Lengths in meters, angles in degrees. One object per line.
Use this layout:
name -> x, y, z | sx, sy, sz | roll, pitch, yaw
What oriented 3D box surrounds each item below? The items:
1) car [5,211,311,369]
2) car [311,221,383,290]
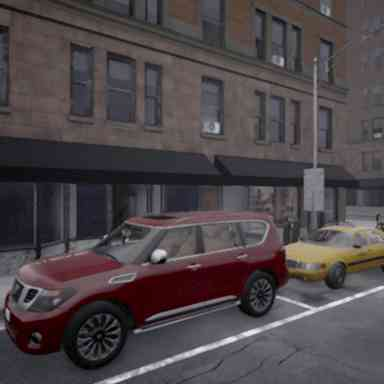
car -> -0.409, 1.315, 5.909 | 5.009, 1.841, 2.192 | 0, 0, -35
car -> 4.076, 1.524, 9.104 | 4.829, 1.417, 1.752 | 0, 0, -35
